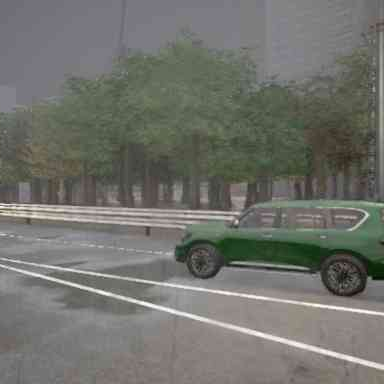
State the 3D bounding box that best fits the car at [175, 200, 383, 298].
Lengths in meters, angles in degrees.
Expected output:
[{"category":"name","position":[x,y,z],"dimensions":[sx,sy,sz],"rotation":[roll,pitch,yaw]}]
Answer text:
[{"category":"car","position":[2.299,1.236,8.690],"dimensions":[5.566,2.045,2.150],"rotation":[0,0,25]}]
